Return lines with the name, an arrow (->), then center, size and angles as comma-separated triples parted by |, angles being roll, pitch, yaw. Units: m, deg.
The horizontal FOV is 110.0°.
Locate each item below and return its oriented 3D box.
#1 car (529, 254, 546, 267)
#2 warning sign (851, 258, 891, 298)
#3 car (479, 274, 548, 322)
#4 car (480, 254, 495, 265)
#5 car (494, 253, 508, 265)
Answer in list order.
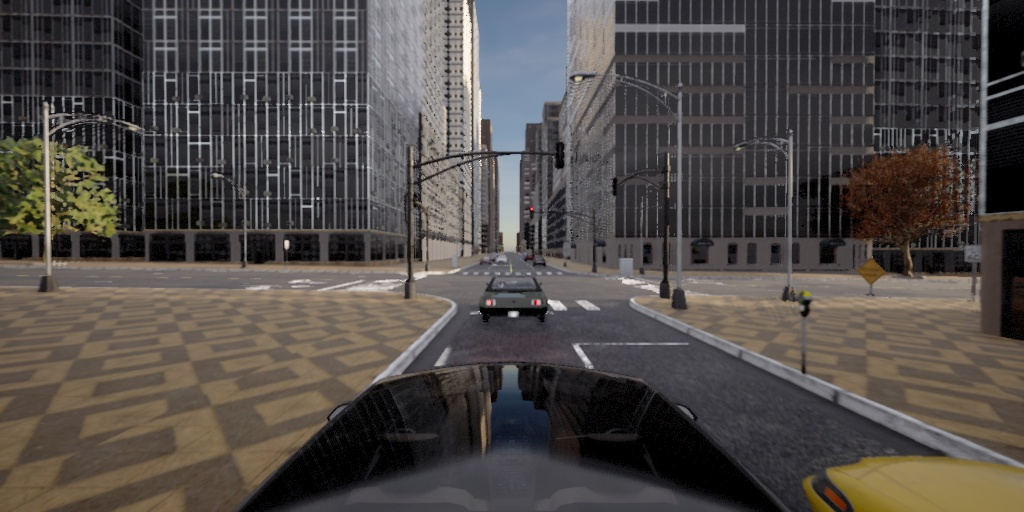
car -> 3.831, 0.787, 51.008 | 1.948, 1.339, 4.313 | 0, 0, 0
warning sign -> 17.250, 1.033, 17.238 | 1.060, 1.860, 1.300 | 0, 0, -3
car -> 0.067, 1.241, 11.756 | 1.895, 1.301, 4.718 | 0, 1, 1
car -> -4.134, 0.741, 56.484 | 1.802, 1.307, 4.207 | 0, 0, 0
car -> -1.629, 0.664, 58.302 | 1.812, 1.442, 4.674 | 0, 1, 0
